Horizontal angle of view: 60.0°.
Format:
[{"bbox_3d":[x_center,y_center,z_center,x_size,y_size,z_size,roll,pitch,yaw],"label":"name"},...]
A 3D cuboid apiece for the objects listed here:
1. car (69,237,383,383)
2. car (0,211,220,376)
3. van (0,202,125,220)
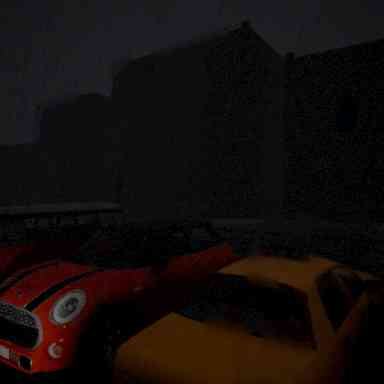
[{"bbox_3d":[1.336,1.478,4.422,1.946,1.575,5.366,0,0,36],"label":"car"},{"bbox_3d":[-1.020,1.357,5.913,2.185,1.767,4.553,0,0,36],"label":"car"},{"bbox_3d":[-3.185,1.258,7.563,1.878,1.987,4.442,0,0,35],"label":"van"}]
